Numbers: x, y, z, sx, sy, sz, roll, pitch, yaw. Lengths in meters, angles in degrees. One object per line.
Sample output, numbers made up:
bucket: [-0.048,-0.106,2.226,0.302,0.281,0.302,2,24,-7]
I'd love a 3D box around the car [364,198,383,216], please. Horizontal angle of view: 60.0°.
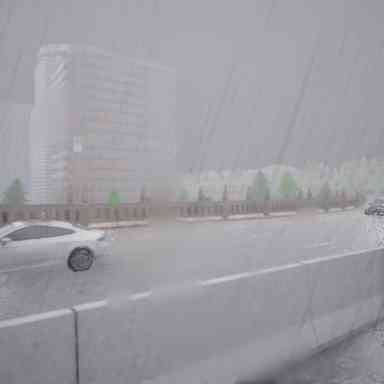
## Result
car: [17.855,1.356,31.072,4.553,1.767,2.097,0,0,-45]

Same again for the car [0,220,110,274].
car: [-4.653,1.527,9.260,4.674,1.442,1.812,0,0,-36]
